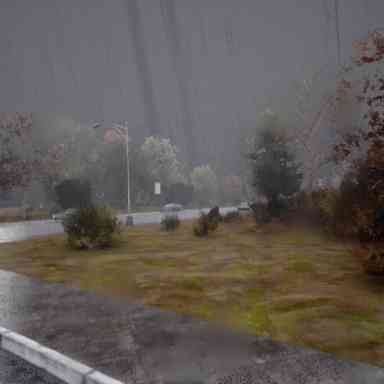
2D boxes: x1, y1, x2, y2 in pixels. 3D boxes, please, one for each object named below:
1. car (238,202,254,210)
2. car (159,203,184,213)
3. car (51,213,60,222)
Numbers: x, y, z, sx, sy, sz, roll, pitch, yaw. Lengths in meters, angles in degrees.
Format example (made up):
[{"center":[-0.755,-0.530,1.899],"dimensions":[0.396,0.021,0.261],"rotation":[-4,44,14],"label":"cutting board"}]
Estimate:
[{"center":[8.652,2.206,51.479],"dimensions":[1.994,1.385,4.181],"rotation":[-3,-2,32],"label":"car"},{"center":[-3.219,2.560,52.632],"dimensions":[1.837,1.490,4.892],"rotation":[-3,-3,33],"label":"car"},{"center":[-13.203,2.445,36.938],"dimensions":[2.128,1.511,4.902],"rotation":[-3,-2,33],"label":"car"}]
